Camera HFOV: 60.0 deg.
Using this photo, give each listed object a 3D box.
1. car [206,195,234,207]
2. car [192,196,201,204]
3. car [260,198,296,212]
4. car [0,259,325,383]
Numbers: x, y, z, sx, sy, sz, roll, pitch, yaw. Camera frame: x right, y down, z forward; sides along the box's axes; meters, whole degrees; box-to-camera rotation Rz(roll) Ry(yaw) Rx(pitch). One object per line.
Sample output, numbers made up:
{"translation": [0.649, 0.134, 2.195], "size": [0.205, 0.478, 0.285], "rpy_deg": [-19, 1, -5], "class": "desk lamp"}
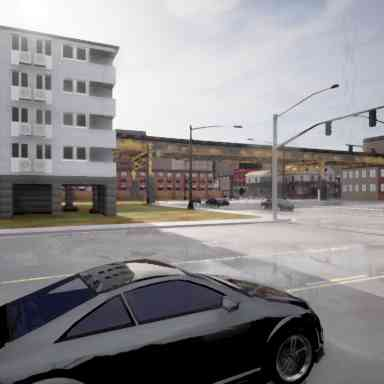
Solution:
{"translation": [3.988, 1.547, 52.330], "size": [2.033, 1.411, 5.357], "rpy_deg": [0, 0, -24], "class": "car"}
{"translation": [0.761, 1.547, 63.847], "size": [2.033, 1.411, 5.357], "rpy_deg": [0, 0, -1], "class": "car"}
{"translation": [10.071, 1.503, 39.331], "size": [1.837, 1.490, 4.892], "rpy_deg": [0, 1, -25], "class": "car"}
{"translation": [-0.379, 1.564, 4.054], "size": [4.181, 1.385, 1.994], "rpy_deg": [0, 0, -30], "class": "car"}
